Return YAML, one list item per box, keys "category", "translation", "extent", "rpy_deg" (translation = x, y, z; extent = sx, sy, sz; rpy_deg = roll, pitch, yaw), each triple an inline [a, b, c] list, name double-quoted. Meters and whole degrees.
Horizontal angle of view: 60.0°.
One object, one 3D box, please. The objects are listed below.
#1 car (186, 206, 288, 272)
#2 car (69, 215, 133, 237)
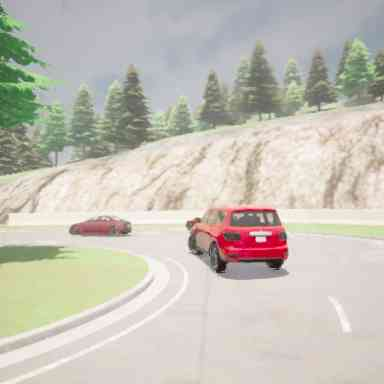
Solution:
- category: "car"
  translation: [1.437, 1.521, 12.148]
  extent: [2.150, 2.045, 5.566]
  rpy_deg: [0, -2, -11]
- category: "car"
  translation: [-6.231, 2.292, 22.805]
  extent: [4.181, 1.385, 1.994]
  rpy_deg: [-1, -2, 12]
